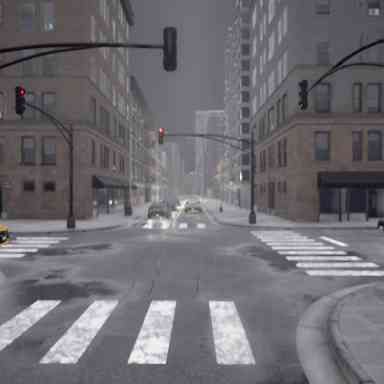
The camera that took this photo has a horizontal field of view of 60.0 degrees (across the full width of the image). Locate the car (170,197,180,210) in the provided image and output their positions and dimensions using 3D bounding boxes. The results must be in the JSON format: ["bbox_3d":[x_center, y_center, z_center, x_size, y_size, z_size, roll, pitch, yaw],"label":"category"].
[{"bbox_3d":[-2.819,1.524,40.165,1.837,1.490,4.892,0,0,0],"label":"car"}]

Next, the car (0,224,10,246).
[{"bbox_3d":[-9.582,1.475,12.506,5.008,1.535,1.882,0,0,-3],"label":"car"}]

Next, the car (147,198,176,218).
[{"bbox_3d":[-2.831,1.557,30.010,2.033,1.411,5.357,0,0,0],"label":"car"}]

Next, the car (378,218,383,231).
[{"bbox_3d":[12.378,1.564,17.904,4.313,1.339,1.947,0,0,0],"label":"car"}]

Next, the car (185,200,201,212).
[{"bbox_3d":[0.126,1.620,39.810,1.895,1.301,4.718,0,0,0],"label":"car"}]
